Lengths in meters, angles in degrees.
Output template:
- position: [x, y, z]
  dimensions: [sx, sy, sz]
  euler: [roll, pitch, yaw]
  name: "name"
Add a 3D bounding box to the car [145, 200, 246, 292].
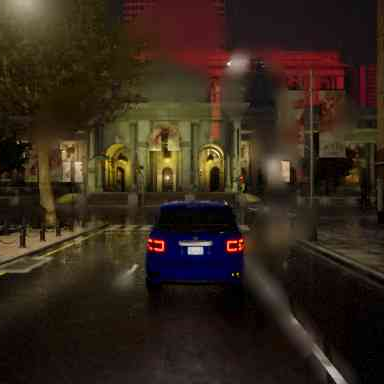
- position: [0.099, 1.221, 9.078]
  dimensions: [2.150, 2.045, 5.566]
  euler: [0, 0, 1]
  name: "car"
